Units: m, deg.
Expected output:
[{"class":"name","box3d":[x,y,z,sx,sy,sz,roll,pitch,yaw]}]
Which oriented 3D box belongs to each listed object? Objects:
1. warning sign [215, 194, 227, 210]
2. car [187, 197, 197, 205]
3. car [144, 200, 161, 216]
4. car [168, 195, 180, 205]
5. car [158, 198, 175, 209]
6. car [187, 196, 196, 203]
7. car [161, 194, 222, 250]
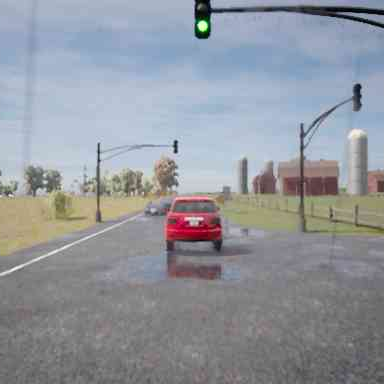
[{"class":"warning sign","box3d":[3.529,1.225,40.709,1.300,1.860,1.060,0,-1,0]},{"class":"car","box3d":[-0.020,1.656,61.654,1.837,1.490,4.892,0,0,0]},{"class":"car","box3d":[-3.605,1.585,33.381,2.128,1.511,4.902,0,0,0]},{"class":"car","box3d":[-3.522,1.577,66.271,2.097,1.767,4.553,0,0,0]},{"class":"car","box3d":[-3.598,1.673,48.424,2.033,1.411,5.357,0,0,0]},{"class":"car","box3d":[-0.025,1.596,72.105,1.895,1.301,4.718,0,0,0]},{"class":"car","box3d":[0.079,1.241,14.622,2.150,2.045,5.566,0,-1,0]}]
